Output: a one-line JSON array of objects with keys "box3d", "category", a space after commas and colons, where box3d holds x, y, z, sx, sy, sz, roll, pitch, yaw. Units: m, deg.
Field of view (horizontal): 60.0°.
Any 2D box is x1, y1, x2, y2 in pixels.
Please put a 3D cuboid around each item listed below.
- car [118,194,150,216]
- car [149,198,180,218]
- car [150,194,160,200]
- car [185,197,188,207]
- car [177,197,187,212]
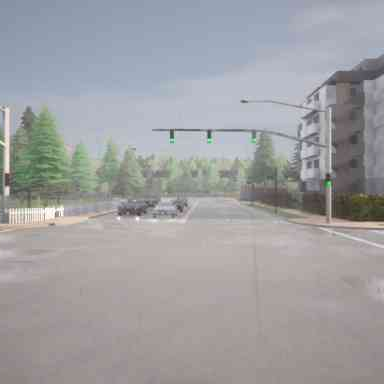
[{"box3d": [-5.770, 1.352, 32.652, 2.097, 1.767, 4.553, 0, 0, 2], "category": "car"}, {"box3d": [-2.365, 1.526, 30.190, 1.812, 1.442, 4.674, 0, 0, 2], "category": "car"}, {"box3d": [-5.351, 1.221, 43.313, 2.150, 2.045, 5.566, 0, 0, 3], "category": "car"}, {"box3d": [-1.573, 1.490, 49.885, 2.128, 1.511, 4.902, 0, 0, 3], "category": "car"}, {"box3d": [-2.014, 1.601, 39.285, 1.895, 1.301, 4.718, 0, 0, 2], "category": "car"}]
